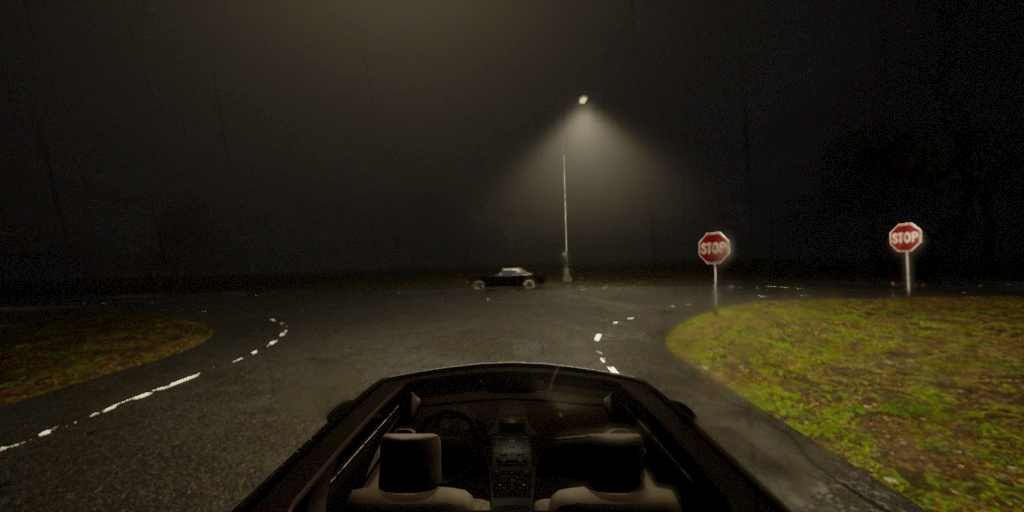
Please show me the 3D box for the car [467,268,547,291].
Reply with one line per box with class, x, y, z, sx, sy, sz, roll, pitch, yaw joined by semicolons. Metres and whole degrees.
car;-0.352;1.385;21.618;4.718;1.301;1.895;-2;0;-1
